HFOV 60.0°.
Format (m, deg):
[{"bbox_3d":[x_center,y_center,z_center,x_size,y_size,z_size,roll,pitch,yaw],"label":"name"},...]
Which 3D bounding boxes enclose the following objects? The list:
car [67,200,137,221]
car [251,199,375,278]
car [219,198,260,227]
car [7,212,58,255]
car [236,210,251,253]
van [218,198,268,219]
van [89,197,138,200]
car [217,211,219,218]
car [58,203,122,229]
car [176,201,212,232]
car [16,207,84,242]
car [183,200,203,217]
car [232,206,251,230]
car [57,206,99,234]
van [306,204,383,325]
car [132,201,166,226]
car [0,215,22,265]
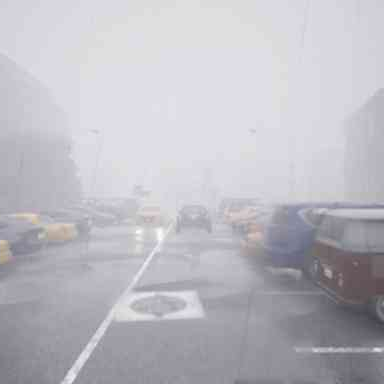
[{"bbox_3d":[-7.641,1.713,28.454,5.008,1.535,2.097,0,0,0],"label":"car"},{"bbox_3d":[4.712,1.303,9.235,5.566,2.045,2.435,0,0,0],"label":"car"},{"bbox_3d":[4.656,1.563,25.982,4.553,1.767,2.185,0,-1,0],"label":"car"},{"bbox_3d":[-7.675,1.605,11.751,4.792,1.488,2.163,0,0,0],"label":"car"},{"bbox_3d":[4.499,1.573,11.898,5.366,1.575,1.946,0,0,0],"label":"car"},{"bbox_3d":[4.805,1.535,31.548,4.442,1.987,1.878,0,-1,0],"label":"van"},{"bbox_3d":[-7.758,1.595,34.077,4.442,1.987,1.878,0,-1,0],"label":"van"},{"bbox_3d":[4.693,1.715,28.770,5.008,1.535,2.097,0,-1,0],"label":"car"},{"bbox_3d":[-7.614,1.695,22.926,4.792,1.488,2.163,0,0,0],"label":"car"},{"bbox_3d":[0.105,1.523,21.358,2.097,1.767,4.553,0,-1,0],"label":"car"},{"bbox_3d":[-7.831,1.595,14.546,5.366,1.575,1.946,0,0,0],"label":"car"},{"bbox_3d":[0.110,1.792,37.236,2.097,1.767,4.553,0,-2,0],"label":"car"},{"bbox_3d":[4.682,1.660,17.481,4.674,1.452,2.002,0,0,0],"label":"car"},{"bbox_3d":[-7.674,1.650,17.339,4.792,1.488,2.163,0,0,0],"label":"car"},{"bbox_3d":[4.799,1.306,6.443,4.442,1.987,1.878,0,0,0],"label":"van"},{"bbox_3d":[-3.086,1.684,25.686,1.882,1.535,5.008,0,0,0],"label":"car"},{"bbox_3d":[-7.832,1.551,8.958,5.366,1.575,1.946,0,0,0],"label":"car"}]
